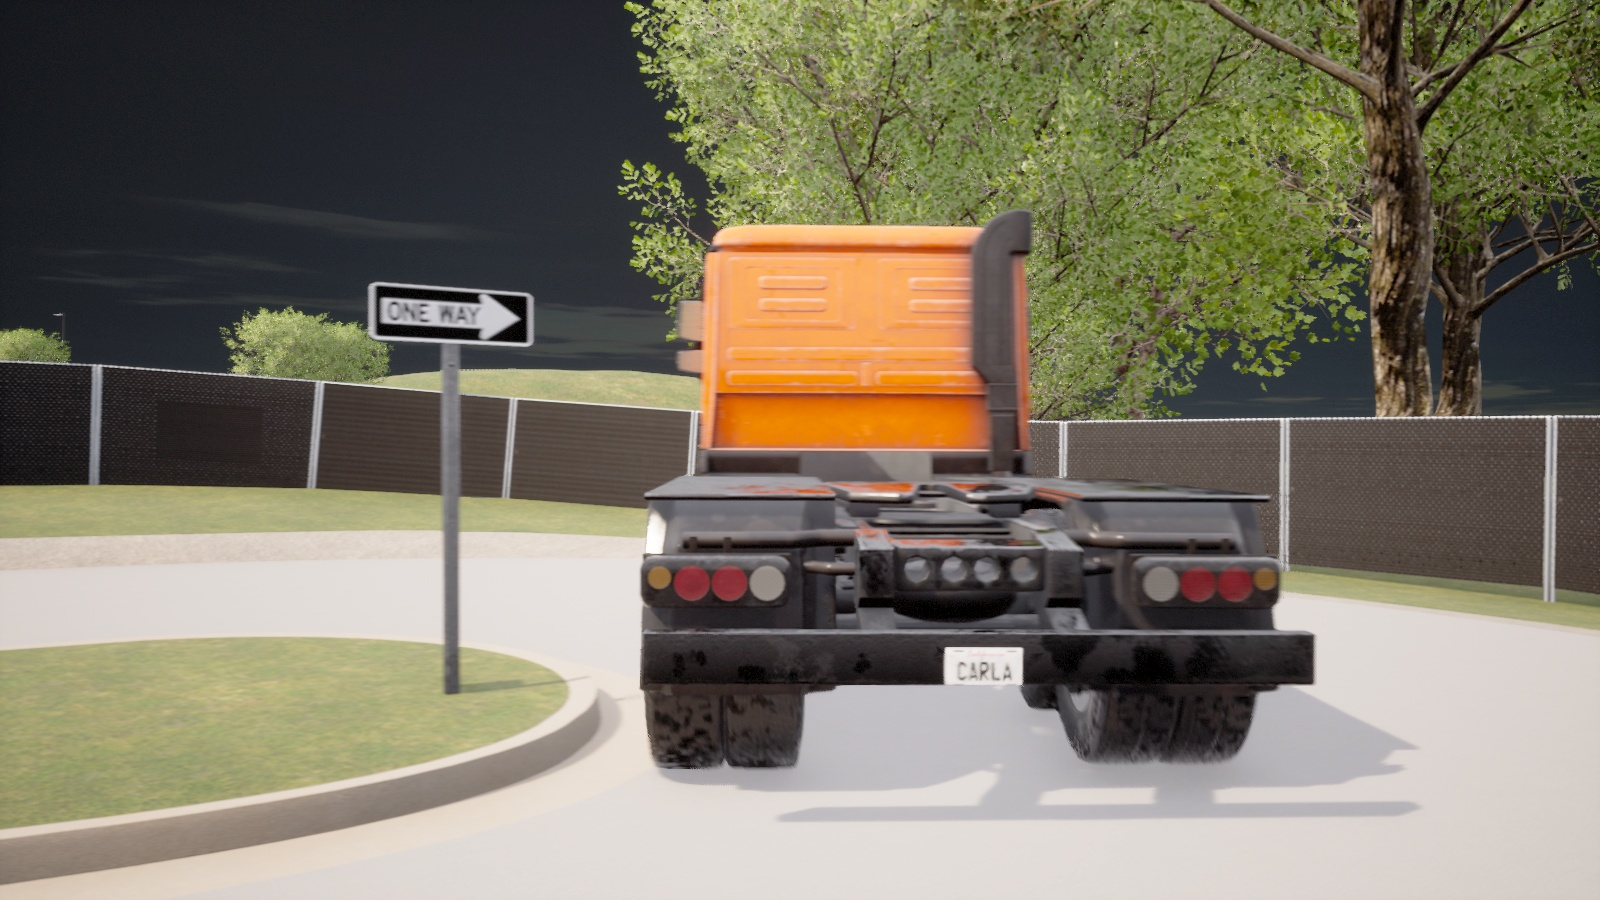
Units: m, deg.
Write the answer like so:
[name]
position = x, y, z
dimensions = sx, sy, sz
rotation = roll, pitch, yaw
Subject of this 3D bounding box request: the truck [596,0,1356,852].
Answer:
[truck]
position = 0.546, -0.250, 8.734
dimensions = 2.891, 3.462, 7.936
rotation = 0, 1, -2
